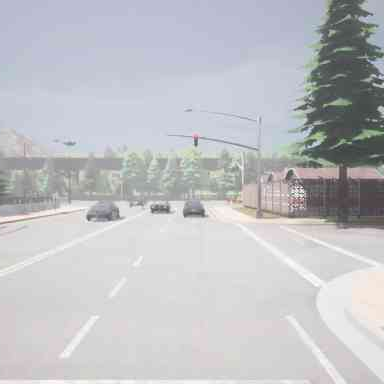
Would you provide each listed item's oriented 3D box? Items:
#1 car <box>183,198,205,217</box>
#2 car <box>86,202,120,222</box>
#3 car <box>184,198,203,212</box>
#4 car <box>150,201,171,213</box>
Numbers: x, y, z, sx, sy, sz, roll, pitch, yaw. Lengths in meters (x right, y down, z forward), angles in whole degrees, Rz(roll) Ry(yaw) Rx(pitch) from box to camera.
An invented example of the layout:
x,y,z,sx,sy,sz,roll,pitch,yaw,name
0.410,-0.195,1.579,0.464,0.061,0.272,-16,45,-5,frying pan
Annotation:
x,y,z,sx,sy,sz,roll,pitch,yaw,name
0.172,1.564,31.144,1.994,1.385,4.181,0,0,-1,car
-7.061,1.525,26.863,1.812,1.442,4.674,0,0,0,car
0.150,1.491,40.047,2.128,1.511,4.902,0,0,1,car
-3.370,1.601,36.467,1.895,1.301,4.718,0,0,0,car
